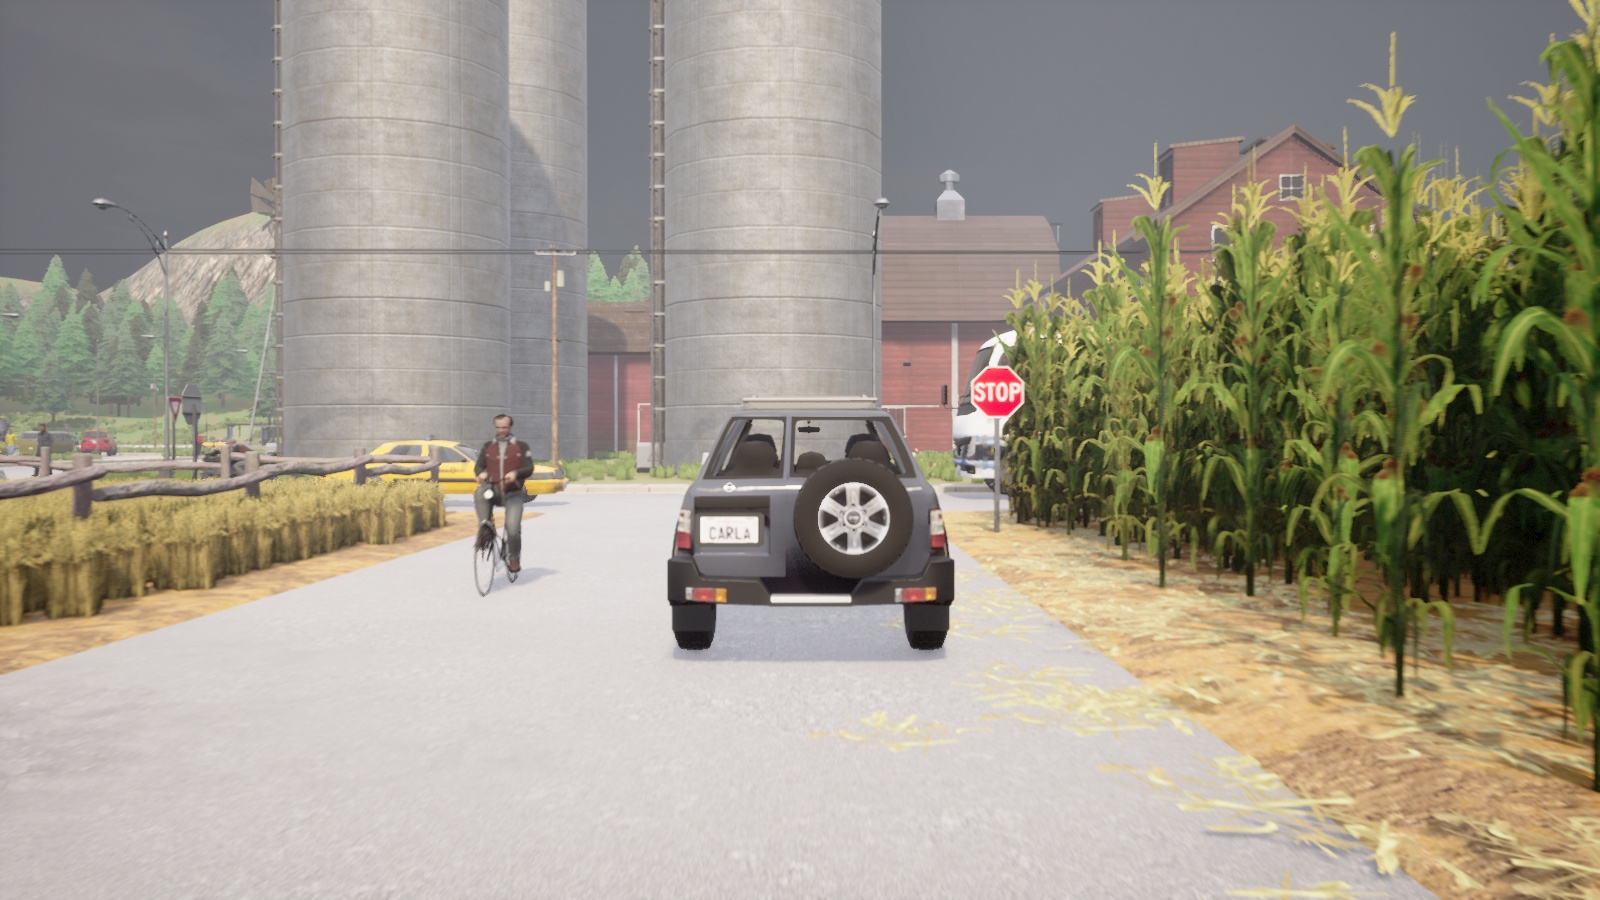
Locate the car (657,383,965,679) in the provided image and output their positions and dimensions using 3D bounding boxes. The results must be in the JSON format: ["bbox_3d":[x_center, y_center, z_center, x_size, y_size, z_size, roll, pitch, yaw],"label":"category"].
[{"bbox_3d":[0.075,0.486,10.178,1.932,1.855,4.605,0,1,0],"label":"car"}]

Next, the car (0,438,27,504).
[{"bbox_3d":[-20.246,0.471,27.895,4.792,1.488,2.163,0,1,0],"label":"car"}]

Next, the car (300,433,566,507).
[{"bbox_3d":[-8.038,0.421,27.854,5.366,1.575,1.801,0,1,0],"label":"car"}]

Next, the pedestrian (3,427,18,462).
[{"bbox_3d":[-41.141,-0.280,65.424,0.354,1.836,0.706,0,1,-4],"label":"pedestrian"}]

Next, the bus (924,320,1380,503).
[{"bbox_3d":[8.392,-0.918,31.284,10.273,4.253,3.944,0,1,1],"label":"bus"}]

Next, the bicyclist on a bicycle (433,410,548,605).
[{"bbox_3d":[-3.007,0.516,12.370,0.659,1.776,1.843,0,0,0],"label":"bicyclist on a bicycle"}]

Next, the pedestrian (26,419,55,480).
[{"bbox_3d":[-24.614,-0.010,40.717,0.423,1.949,0.788,0,1,3],"label":"pedestrian"}]

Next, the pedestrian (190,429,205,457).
[{"bbox_3d":[-40.882,-0.485,85.203,0.634,1.844,0.899,0,1,0],"label":"pedestrian"}]

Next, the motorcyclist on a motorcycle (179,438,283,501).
[{"bbox_3d":[-14.198,0.475,31.362,2.191,1.530,0.866,0,1,1],"label":"motorcyclist on a motorcycle"}]
